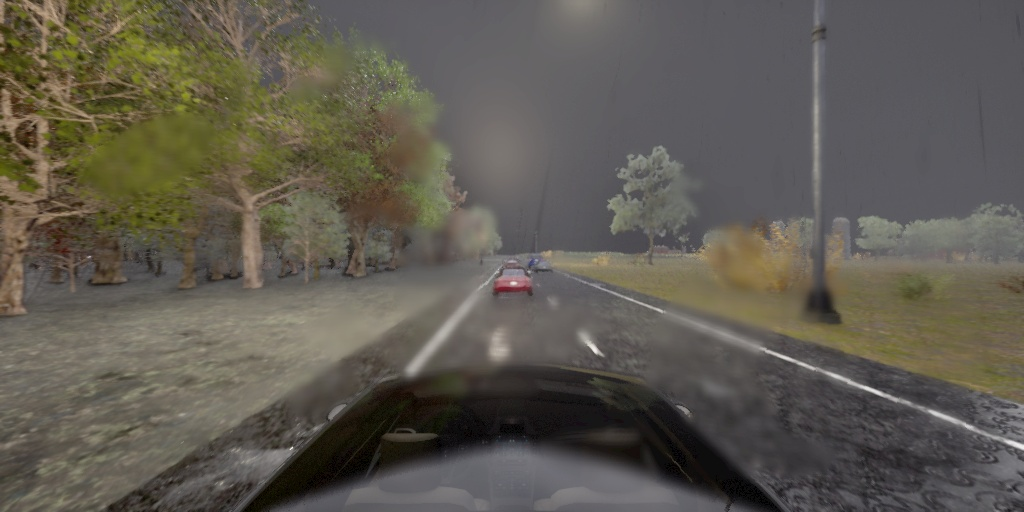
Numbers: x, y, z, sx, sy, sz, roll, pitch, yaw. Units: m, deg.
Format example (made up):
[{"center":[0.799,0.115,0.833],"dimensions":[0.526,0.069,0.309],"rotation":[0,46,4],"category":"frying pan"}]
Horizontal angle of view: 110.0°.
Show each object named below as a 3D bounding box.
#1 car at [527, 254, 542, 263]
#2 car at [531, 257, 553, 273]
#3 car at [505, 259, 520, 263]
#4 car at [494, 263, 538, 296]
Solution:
[{"center":[3.469,0.745,53.578],"dimensions":[2.150,2.045,5.566],"rotation":[0,1,0],"category":"car"},{"center":[3.461,1.145,39.910],"dimensions":[1.994,1.385,4.181],"rotation":[0,0,1],"category":"car"},{"center":[0.043,1.098,44.584],"dimensions":[1.812,1.442,4.674],"rotation":[0,0,0],"category":"car"},{"center":[0.082,1.246,18.944],"dimensions":[1.994,1.385,4.181],"rotation":[0,0,0],"category":"car"}]
